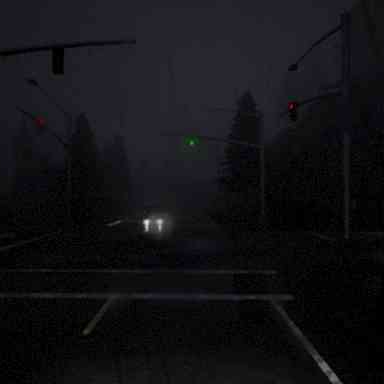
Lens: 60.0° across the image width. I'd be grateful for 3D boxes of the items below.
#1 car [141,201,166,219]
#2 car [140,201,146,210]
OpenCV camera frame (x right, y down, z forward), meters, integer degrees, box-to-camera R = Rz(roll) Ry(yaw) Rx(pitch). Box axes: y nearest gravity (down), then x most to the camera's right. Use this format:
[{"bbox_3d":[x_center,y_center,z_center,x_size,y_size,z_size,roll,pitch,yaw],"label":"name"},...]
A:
[{"bbox_3d":[-3.731,2.004,34.520,2.033,1.411,5.357,0,-1,-1],"label":"car"},{"bbox_3d":[-7.212,2.240,54.027,1.812,1.442,4.674,0,-1,-20],"label":"car"}]
